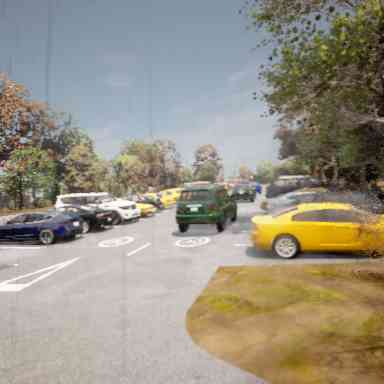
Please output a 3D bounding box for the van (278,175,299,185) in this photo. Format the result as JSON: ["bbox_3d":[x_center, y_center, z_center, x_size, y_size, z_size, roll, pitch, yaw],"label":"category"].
[{"bbox_3d":[21.463,-2.637,74.309,4.442,1.987,1.878,-3,2,15],"label":"van"}]

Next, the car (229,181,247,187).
[{"bbox_3d":[13.009,-2.311,93.822,4.792,1.488,2.163,-3,1,15],"label":"car"}]

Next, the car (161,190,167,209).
[{"bbox_3d":[-4.766,0.996,26.847,4.892,1.521,2.231,-3,2,15],"label":"car"}]

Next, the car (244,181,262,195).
[{"bbox_3d":[8.175,-0.534,43.937,1.882,1.535,5.008,-3,2,15],"label":"car"}]

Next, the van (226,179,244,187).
[{"bbox_3d":[11.479,-2.379,88.477,4.442,1.987,1.878,-3,1,15],"label":"van"}]

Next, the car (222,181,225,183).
[{"bbox_3d":[2.316,-0.439,53.640,4.792,1.488,2.163,-3,2,15],"label":"car"}]

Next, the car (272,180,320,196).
[{"bbox_3d":[11.410,-0.467,36.786,4.792,1.488,2.163,-3,2,15],"label":"car"}]

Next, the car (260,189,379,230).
[{"bbox_3d":[5.679,0.792,15.424,4.792,1.488,2.163,-3,2,15],"label":"car"}]

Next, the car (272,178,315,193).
[{"bbox_3d":[12.806,-0.775,42.137,5.008,1.535,2.097,-3,2,15],"label":"car"}]

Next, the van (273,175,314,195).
[{"bbox_3d":[11.967,-0.855,39.469,4.442,1.987,1.878,-3,2,15],"label":"van"}]

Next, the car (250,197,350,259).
[{"bbox_3d":[4.313,1.072,10.189,5.008,1.535,2.097,-3,2,15],"label":"car"}]

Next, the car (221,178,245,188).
[{"bbox_3d":[10.191,-2.215,83.093,5.566,2.045,2.435,-3,2,15],"label":"car"}]

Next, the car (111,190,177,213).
[{"bbox_3d":[-4.241,0.843,29.574,5.366,1.575,1.946,-3,2,15],"label":"car"}]

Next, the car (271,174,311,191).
[{"bbox_3d":[14.890,-1.430,50.158,5.566,2.045,2.435,-3,2,15],"label":"car"}]

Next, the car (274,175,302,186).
[{"bbox_3d":[20.610,-2.519,71.671,5.566,2.045,2.435,-3,2,15],"label":"car"}]

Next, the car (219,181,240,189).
[{"bbox_3d":[8.761,-1.652,77.750,4.674,1.452,2.002,-3,2,15],"label":"car"}]

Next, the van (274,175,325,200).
[{"bbox_3d":[10.091,-0.432,31.532,4.442,1.987,1.878,-3,2,15],"label":"van"}]

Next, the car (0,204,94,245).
[{"bbox_3d":[-7.643,1.665,16.141,4.792,1.488,2.163,-3,2,15],"label":"car"}]

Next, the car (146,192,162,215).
[{"bbox_3d":[-5.305,1.142,24.121,5.366,1.575,1.946,-3,2,15],"label":"car"}]

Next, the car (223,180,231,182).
[{"bbox_3d":[3.589,-0.735,59.039,5.366,1.575,1.946,-3,2,15],"label":"car"}]

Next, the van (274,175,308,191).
[{"bbox_3d":[14.095,-1.264,47.508,4.442,1.987,1.878,-3,2,15],"label":"van"}]

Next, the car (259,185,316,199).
[{"bbox_3d":[5.050,0.786,12.849,4.553,1.767,2.185,-3,2,15],"label":"car"}]

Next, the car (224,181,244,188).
[{"bbox_3d":[10.918,-2.041,85.757,4.792,1.488,2.163,-3,2,15],"label":"car"}]

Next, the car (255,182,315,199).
[{"bbox_3d":[6.945,0.449,20.809,5.366,1.575,1.946,-3,2,15],"label":"car"}]

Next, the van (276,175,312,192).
[{"bbox_3d":[13.609,-1.141,44.774,4.442,1.987,1.878,-3,2,15],"label":"van"}]

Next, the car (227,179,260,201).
[{"bbox_3d":[4.983,-0.007,31.960,2.097,1.767,4.553,-3,2,15],"label":"car"}]

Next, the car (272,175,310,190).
[{"bbox_3d":[15.601,-1.565,52.832,5.566,2.045,2.435,-3,2,15],"label":"car"}]

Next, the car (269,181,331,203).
[{"bbox_3d":[9.227,-0.006,28.787,4.792,1.488,2.163,-3,2,15],"label":"car"}]

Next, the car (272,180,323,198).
[{"bbox_3d":[10.733,-0.326,34.239,4.792,1.488,2.163,-3,2,15],"label":"car"}]

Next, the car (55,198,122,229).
[{"bbox_3d":[-6.900,1.474,18.810,5.008,1.535,2.097,-3,2,15],"label":"car"}]

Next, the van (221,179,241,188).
[{"bbox_3d":[9.341,-2.046,80.452,4.442,1.987,1.878,-3,2,15],"label":"van"}]

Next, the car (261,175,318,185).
[{"bbox_3d":[8.553,-0.129,26.089,5.566,2.045,2.435,-3,2,15],"label":"car"}]

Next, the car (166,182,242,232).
[{"bbox_3d":[0.878,0.751,17.074,2.150,2.045,5.566,-3,1,17],"label":"car"}]

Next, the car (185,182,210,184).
[{"bbox_3d":[-0.485,-0.052,42.902,4.553,1.767,2.185,-3,2,15],"label":"car"}]

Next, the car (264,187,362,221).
[{"bbox_3d":[6.415,0.641,18.090,4.674,1.452,2.002,-3,2,15],"label":"car"}]

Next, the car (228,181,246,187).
[{"bbox_3d":[12.326,-2.211,91.132,4.674,1.452,2.002,-3,1,15],"label":"car"}]

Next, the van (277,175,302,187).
[{"bbox_3d":[18.619,-2.095,63.613,4.442,1.987,1.878,-3,2,15],"label":"van"}]

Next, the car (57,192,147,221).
[{"bbox_3d":[-6.184,1.063,21.472,5.566,2.045,2.435,-3,2,15],"label":"car"}]

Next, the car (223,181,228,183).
[{"bbox_3d":[3.029,-0.575,56.319,4.792,1.488,2.163,-3,2,15],"label":"car"}]
